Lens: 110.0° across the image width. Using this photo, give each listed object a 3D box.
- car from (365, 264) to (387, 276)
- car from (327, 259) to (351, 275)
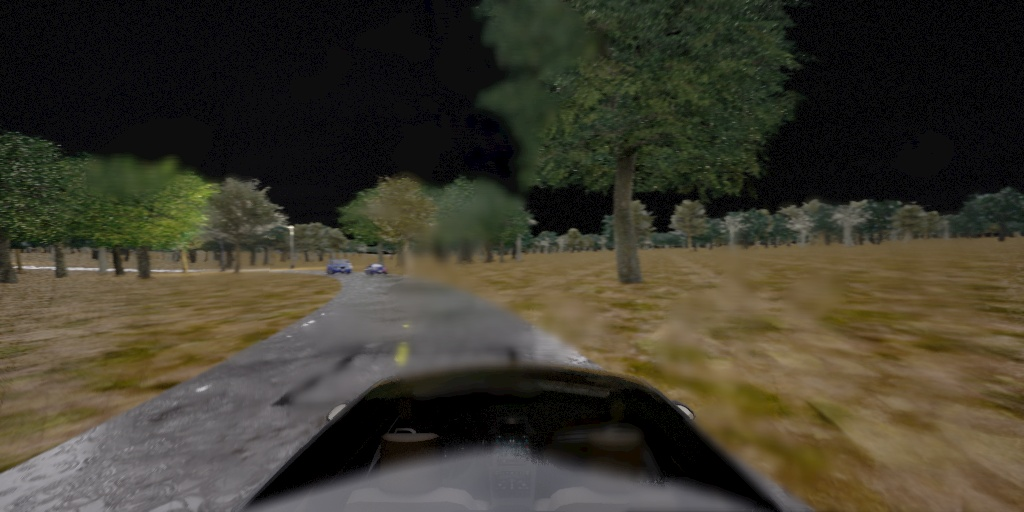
[{"bbox_3d":[-17.031,1.660,44.842,1.812,1.442,4.674,-2,0,-33],"label":"car"},{"bbox_3d":[-23.716,1.530,48.948,2.150,2.045,5.566,-2,0,-37],"label":"car"}]
